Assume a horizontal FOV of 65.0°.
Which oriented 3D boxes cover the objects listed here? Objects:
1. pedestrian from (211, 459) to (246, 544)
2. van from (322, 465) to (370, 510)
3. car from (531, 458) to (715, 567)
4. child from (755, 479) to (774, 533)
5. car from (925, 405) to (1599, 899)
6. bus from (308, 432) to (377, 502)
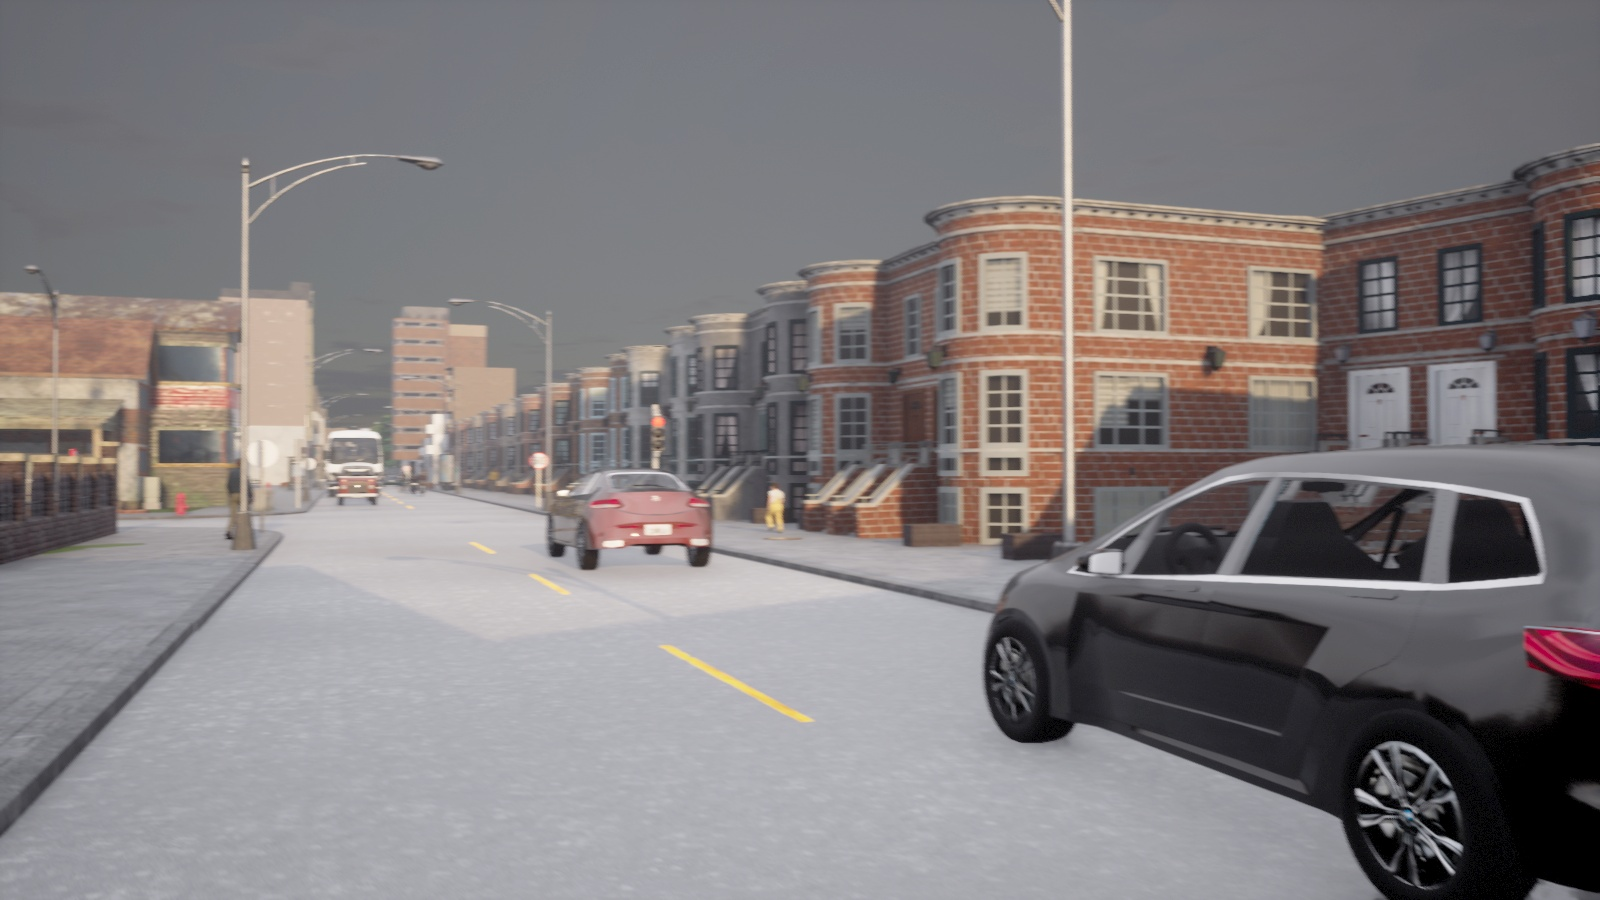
[{"bbox_3d":[-12.492,1.118,27.470,0.370,1.835,0.726,-1,-1,7],"label":"pedestrian"},{"bbox_3d":[-21.676,1.777,59.882,2.069,2.038,4.480,0,-1,-20],"label":"van"},{"bbox_3d":[-3.228,0.998,21.837,2.152,1.651,5.027,0,-1,-20],"label":"car"},{"bbox_3d":[-0.846,1.321,29.835,0.270,1.263,0.437,0,-1,-28],"label":"child"},{"bbox_3d":[2.610,0.739,6.267,2.242,1.667,4.611,0,-1,-19],"label":"car"},{"bbox_3d":[-29.711,1.126,81.447,3.944,4.253,10.273,0,-1,-20],"label":"bus"}]
